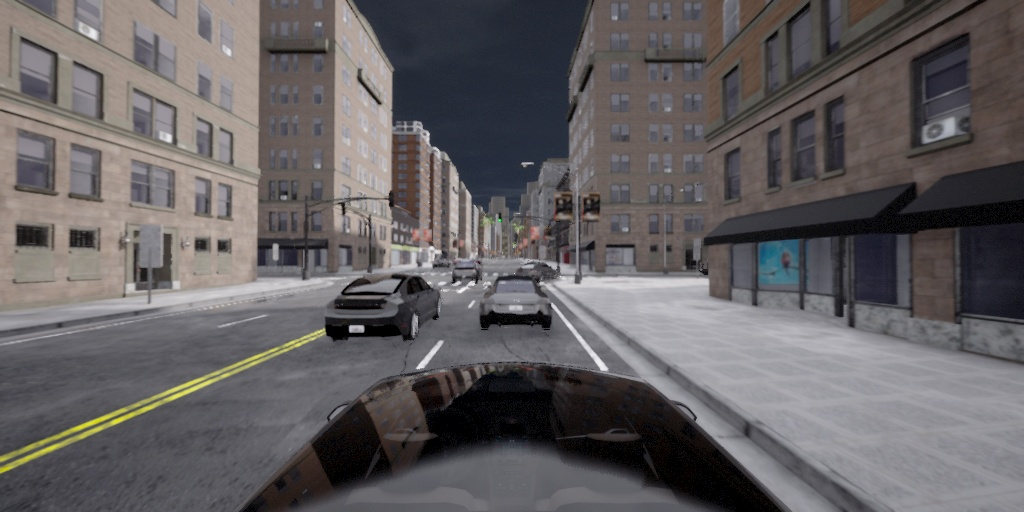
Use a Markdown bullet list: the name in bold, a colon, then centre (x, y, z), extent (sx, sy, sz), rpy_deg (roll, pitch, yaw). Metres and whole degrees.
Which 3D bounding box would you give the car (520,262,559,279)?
- **car**: centre (1.893, 1.175, 26.590), extent (1.812, 1.442, 4.674), rpy_deg (-1, 0, 28)

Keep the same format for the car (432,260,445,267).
- **car**: centre (-9.842, 1.171, 50.134), extent (1.895, 1.301, 4.718), rpy_deg (0, 0, 0)

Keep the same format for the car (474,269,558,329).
- **car**: centre (0.098, 1.280, 11.077), extent (1.994, 1.385, 4.181), rpy_deg (0, 0, 0)

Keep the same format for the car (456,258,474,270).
- **car**: centre (-6.591, 1.094, 50.619), extent (1.812, 1.442, 4.674), rpy_deg (0, 0, 0)

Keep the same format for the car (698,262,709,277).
- **car**: centre (19.908, 0.872, 32.526), extent (5.566, 2.045, 2.150), rpy_deg (0, -1, 0)

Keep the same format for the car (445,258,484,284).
- **car**: centre (-3.160, 1.145, 26.044), extent (2.128, 1.511, 4.902), rpy_deg (-1, 1, 0)

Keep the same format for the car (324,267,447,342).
- **car**: centre (-3.152, 1.226, 9.687), extent (1.837, 1.490, 4.892), rpy_deg (0, 0, 0)
